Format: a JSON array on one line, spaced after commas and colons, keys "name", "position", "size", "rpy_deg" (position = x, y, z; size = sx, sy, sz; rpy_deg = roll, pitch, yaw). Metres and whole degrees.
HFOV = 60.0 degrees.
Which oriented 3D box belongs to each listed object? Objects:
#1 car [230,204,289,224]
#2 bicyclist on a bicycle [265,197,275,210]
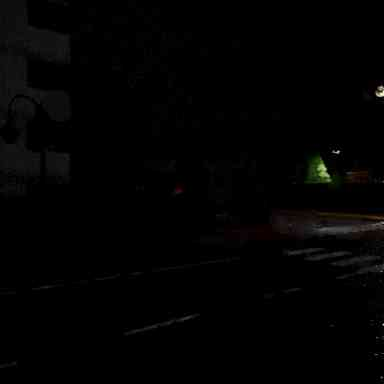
[{"name": "car", "position": [5.171, 1.644, 25.867], "size": [1.895, 1.301, 4.718], "rpy_deg": [0, 0, -35]}, {"name": "bicyclist on a bicycle", "position": [8.554, 1.375, 36.630], "size": [1.656, 1.620, 0.582], "rpy_deg": [0, 0, -35]}]
